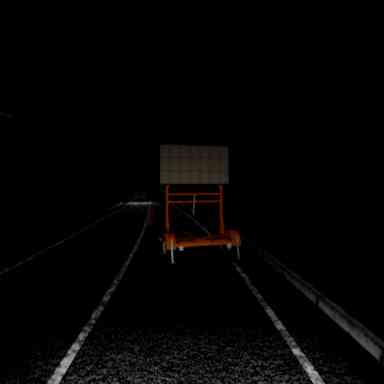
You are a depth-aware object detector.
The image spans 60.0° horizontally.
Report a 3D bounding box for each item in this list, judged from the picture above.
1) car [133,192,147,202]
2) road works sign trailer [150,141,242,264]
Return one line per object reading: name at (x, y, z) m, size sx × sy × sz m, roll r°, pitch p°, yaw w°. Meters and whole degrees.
car at (-7.785, 0.735, 50.482) m, size 1.812 × 1.442 × 4.674 m, roll -1°, pitch 2°, yaw -7°
road works sign trailer at (0.041, 0.181, 10.818) m, size 2.380 × 3.560 × 2.880 m, roll -1°, pitch 1°, yaw -16°
